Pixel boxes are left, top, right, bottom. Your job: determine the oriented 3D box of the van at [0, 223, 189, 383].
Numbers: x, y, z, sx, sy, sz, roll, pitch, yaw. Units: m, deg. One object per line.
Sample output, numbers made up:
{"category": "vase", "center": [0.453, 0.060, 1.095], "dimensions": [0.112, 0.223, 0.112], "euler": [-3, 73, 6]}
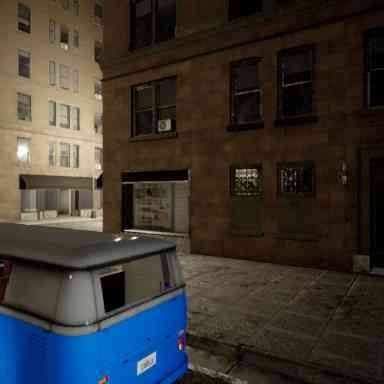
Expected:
{"category": "van", "center": [-1.966, 1.341, 4.085], "dimensions": [3.998, 1.788, 1.690], "euler": [0, 0, 33]}
